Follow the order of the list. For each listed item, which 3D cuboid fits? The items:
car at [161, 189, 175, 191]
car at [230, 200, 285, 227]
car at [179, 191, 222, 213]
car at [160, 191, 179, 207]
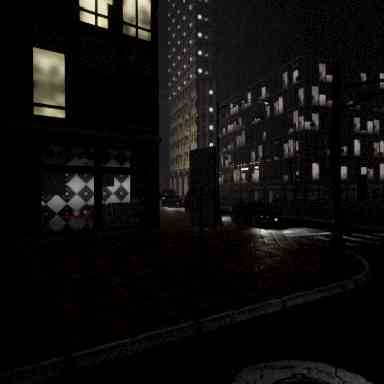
[{"bbox_3d":[-4.068,0.536,54.633,2.150,2.045,5.566,-1,1,-18],"label":"car"},{"bbox_3d":[4.094,1.315,21.545,1.837,1.490,4.892,-1,1,-19],"label":"car"},{"bbox_3d":[0.886,0.894,30.947,2.150,2.045,5.566,-1,1,-19],"label":"car"},{"bbox_3d":[-2.416,1.036,40.672,1.837,1.490,4.892,-1,1,-18],"label":"car"}]
